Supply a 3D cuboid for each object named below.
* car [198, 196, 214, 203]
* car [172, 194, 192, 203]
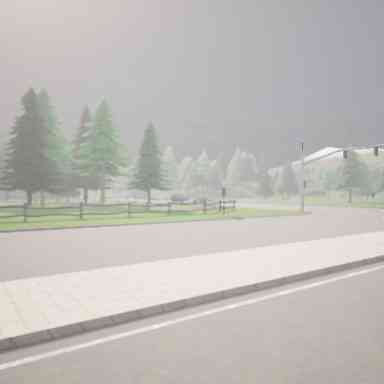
[{"bbox_3d":[3.398,1.685,77.063,1.837,1.490,4.892,0,0,-35],"label":"car"},{"bbox_3d":[-2.333,1.383,73.046,2.150,2.045,5.566,0,0,-35],"label":"car"}]
